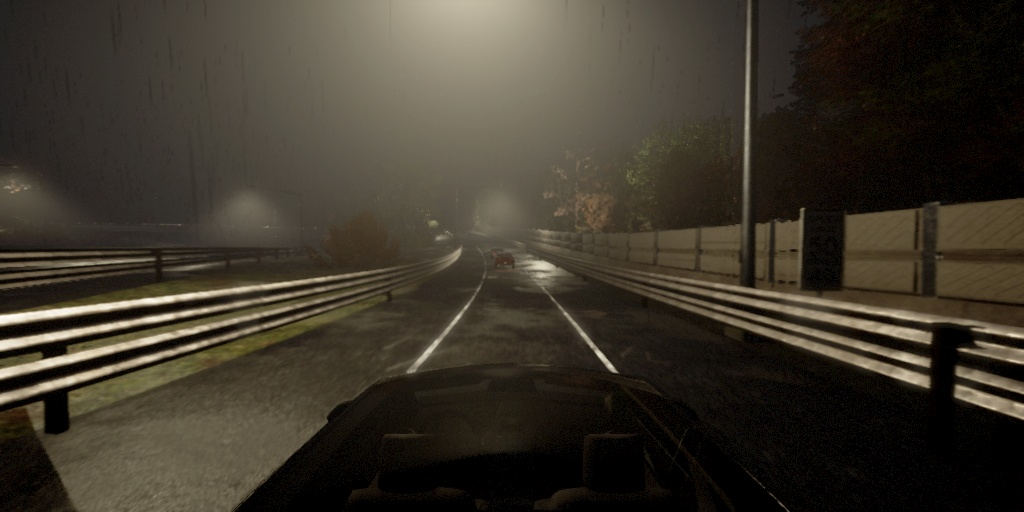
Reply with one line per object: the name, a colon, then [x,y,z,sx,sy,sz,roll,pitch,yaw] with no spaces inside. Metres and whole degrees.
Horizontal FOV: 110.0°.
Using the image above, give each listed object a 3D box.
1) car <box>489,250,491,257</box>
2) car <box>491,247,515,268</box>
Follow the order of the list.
car: [-1.869,-0.454,46.522,2.033,1.411,5.357,0,5,-6]
car: [-0.813,0.287,35.076,1.882,1.535,5.008,0,3,-5]
